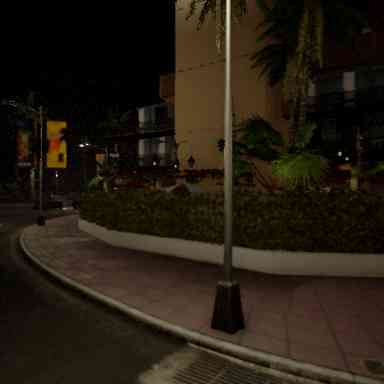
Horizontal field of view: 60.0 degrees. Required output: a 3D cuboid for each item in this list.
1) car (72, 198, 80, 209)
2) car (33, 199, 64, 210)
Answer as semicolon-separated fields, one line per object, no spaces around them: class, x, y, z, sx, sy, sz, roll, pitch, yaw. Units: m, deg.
car;-13.696;1.474;43.493;2.128;1.511;4.902;0;0;13
car;-17.715;1.526;41.346;1.994;1.385;4.181;0;0;11
